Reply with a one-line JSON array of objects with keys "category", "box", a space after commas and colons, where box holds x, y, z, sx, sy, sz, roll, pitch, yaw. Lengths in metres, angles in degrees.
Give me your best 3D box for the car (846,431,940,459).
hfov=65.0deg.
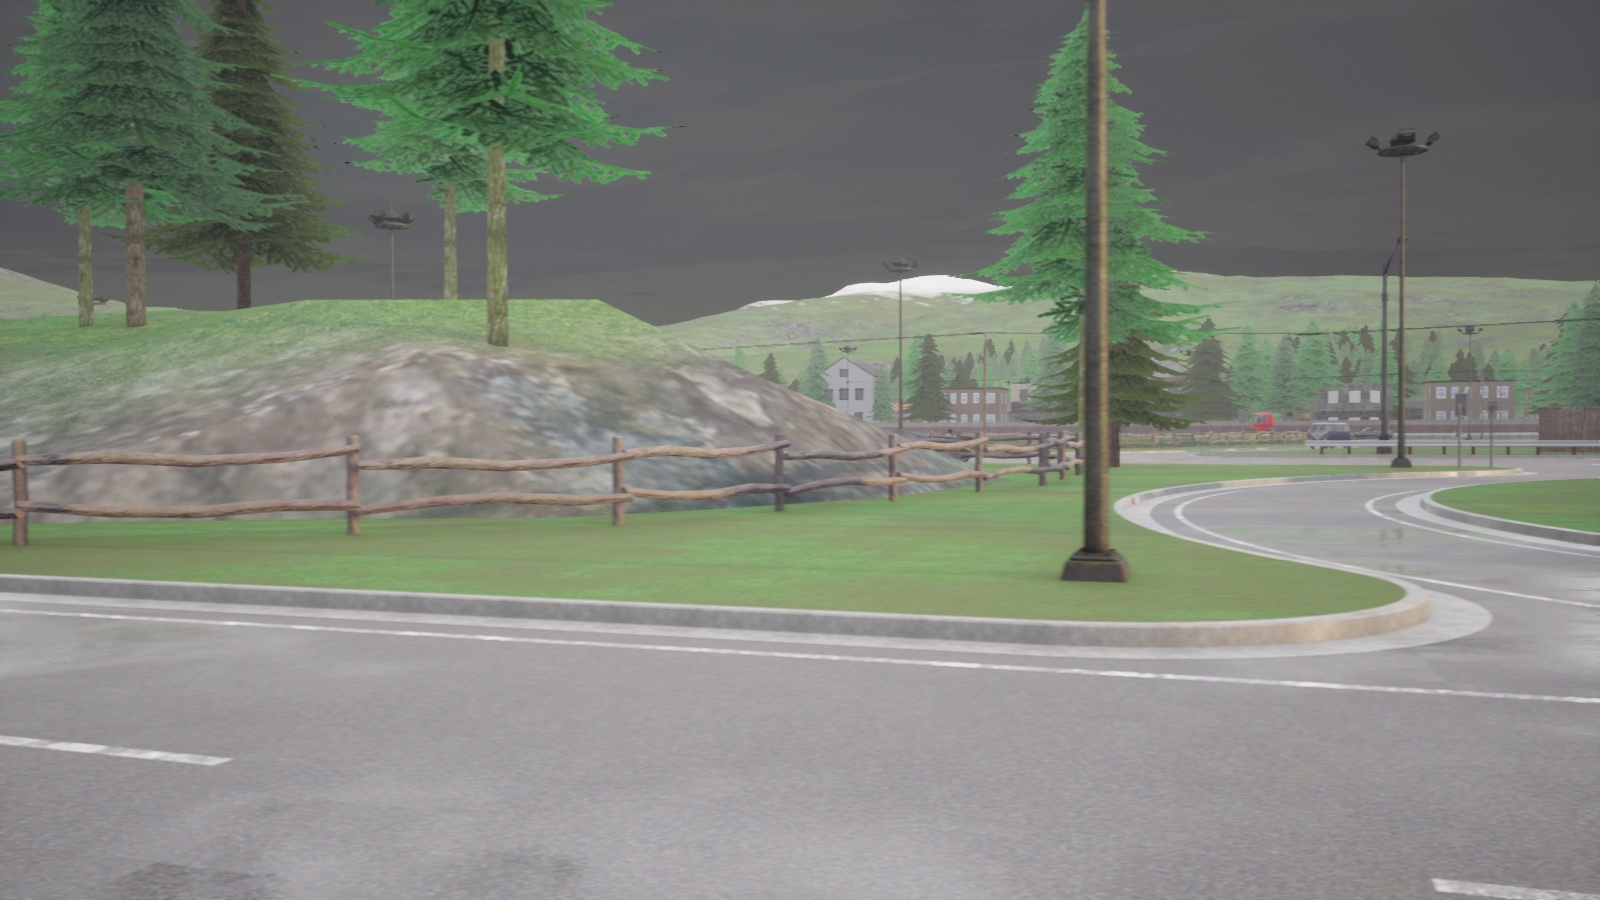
[{"category": "car", "box": [5.268, -0.316, 71.137, 5.008, 1.535, 1.882, 1, 1, 18]}]
